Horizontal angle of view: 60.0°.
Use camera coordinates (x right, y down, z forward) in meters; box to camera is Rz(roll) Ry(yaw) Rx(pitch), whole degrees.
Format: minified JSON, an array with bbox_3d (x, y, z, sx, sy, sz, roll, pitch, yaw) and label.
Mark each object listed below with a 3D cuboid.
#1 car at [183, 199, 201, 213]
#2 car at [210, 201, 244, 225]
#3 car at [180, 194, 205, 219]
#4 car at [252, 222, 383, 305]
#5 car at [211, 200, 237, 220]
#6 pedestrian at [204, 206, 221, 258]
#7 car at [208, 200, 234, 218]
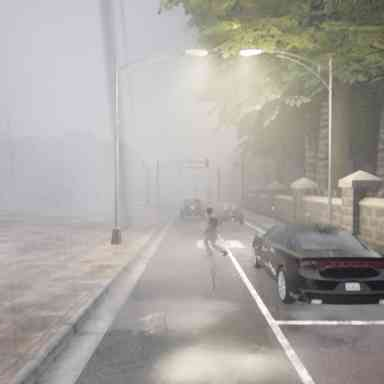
[{"bbox_3d":[-0.001,1.552,38.688,2.033,1.411,5.357,0,-1,0],"label":"car"},{"bbox_3d":[2.617,1.536,23.716,2.008,1.369,4.403,-1,0,0],"label":"car"},{"bbox_3d":[0.058,1.340,29.254,2.097,1.767,4.553,0,0,0],"label":"car"},{"bbox_3d":[2.748,1.467,8.158,1.882,1.535,5.008,0,0,0],"label":"car"},{"bbox_3d":[2.667,1.513,28.877,1.752,1.417,4.829,-1,0,0],"label":"car"},{"bbox_3d":[0.677,1.281,11.145,0.375,1.860,0.375,-1,1,0],"label":"pedestrian"},{"bbox_3d":[2.642,1.540,30.851,2.008,1.369,4.403,-1,0,0],"label":"car"}]
